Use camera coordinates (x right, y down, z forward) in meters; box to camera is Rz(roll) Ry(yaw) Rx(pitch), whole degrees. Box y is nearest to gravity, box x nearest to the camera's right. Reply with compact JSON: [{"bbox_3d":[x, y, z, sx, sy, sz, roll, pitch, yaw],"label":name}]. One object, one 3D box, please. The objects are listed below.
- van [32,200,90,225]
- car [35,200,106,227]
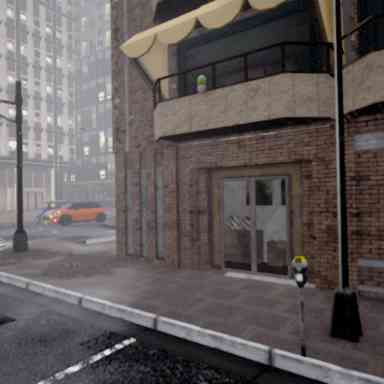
[{"bbox_3d":[-10.356,1.559,26.588,1.690,1.788,3.998,-2,-1,36],"label":"van"},{"bbox_3d":[-8.657,1.508,24.512,2.097,1.767,4.553,-2,-1,36],"label":"car"}]
